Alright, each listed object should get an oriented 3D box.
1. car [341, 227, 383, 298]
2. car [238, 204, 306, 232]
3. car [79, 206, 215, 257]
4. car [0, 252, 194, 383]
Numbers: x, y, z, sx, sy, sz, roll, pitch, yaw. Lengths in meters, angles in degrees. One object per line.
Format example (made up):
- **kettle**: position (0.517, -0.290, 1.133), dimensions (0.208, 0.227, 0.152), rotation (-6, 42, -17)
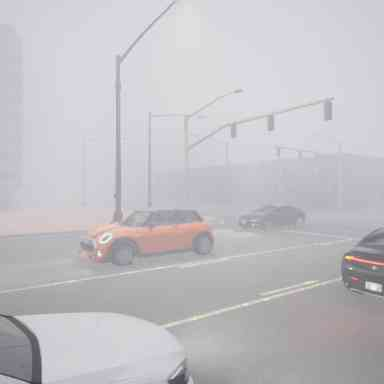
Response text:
- **car**: position (5.341, 1.505, 7.551), dimensions (4.892, 1.490, 1.837), rotation (0, 0, -35)
- **car**: position (4.971, 1.505, 20.379), dimensions (4.892, 1.490, 1.837), rotation (0, 0, -35)
- **car**: position (-1.466, 1.352, 11.527), dimensions (4.553, 1.767, 2.097), rotation (0, 0, -35)
- **car**: position (-2.137, 1.526, 2.224), dimensions (4.674, 1.442, 1.812), rotation (0, 0, -35)
